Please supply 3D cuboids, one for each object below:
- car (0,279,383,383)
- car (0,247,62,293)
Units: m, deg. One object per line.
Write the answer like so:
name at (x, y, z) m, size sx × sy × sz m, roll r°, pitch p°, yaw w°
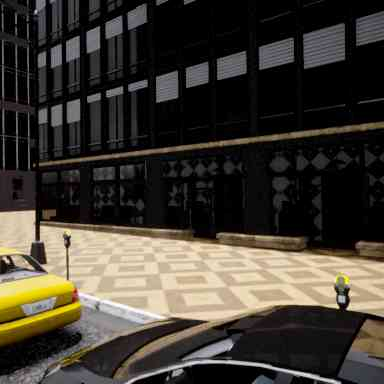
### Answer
car at (0.677, 1.566, 2.363) m, size 4.313 × 1.339 × 1.947 m, roll 0°, pitch -1°, yaw 35°
car at (-3.957, 1.527, 5.877) m, size 4.829 × 1.417 × 1.752 m, roll 0°, pitch -1°, yaw 35°
